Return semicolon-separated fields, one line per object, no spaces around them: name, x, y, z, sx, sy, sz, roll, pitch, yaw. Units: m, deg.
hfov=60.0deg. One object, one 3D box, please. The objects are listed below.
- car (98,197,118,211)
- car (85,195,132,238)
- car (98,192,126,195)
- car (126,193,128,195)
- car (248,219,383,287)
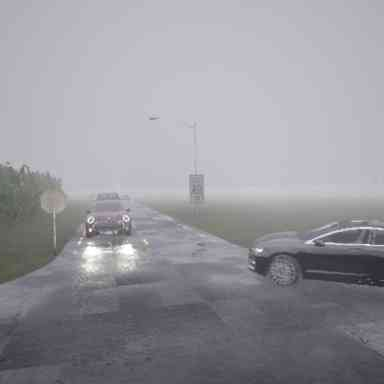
car;-9.320;1.298;36.966;1.994;1.385;4.181;-1;1;-13
car;-4.308;1.243;17.202;2.097;1.767;4.553;-1;1;-14
car;-6.872;1.033;27.294;2.150;2.045;5.566;-1;1;-14
car;-12.414;0.982;60.891;1.837;1.490;4.892;-1;1;-14
car;3.806;1.404;7.771;4.902;1.511;2.128;1;3;24
